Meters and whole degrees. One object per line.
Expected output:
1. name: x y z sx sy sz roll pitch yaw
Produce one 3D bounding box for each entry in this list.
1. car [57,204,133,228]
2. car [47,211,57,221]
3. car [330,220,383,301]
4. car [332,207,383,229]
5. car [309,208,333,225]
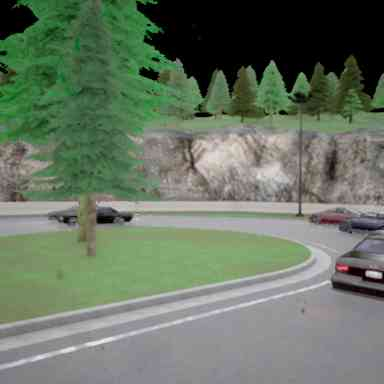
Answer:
1. car: -6.583 1.684 22.899 4.718 1.301 1.895 1 -1 -23
2. car: -8.407 1.634 25.953 5.357 1.411 2.033 1 -1 -27
3. car: 5.210 1.644 8.121 2.033 1.411 5.357 0 0 44
4. car: 10.248 1.771 18.486 1.994 1.385 4.181 1 0 -17
5. car: 10.744 1.813 24.360 1.994 1.385 4.181 1 -1 -36
